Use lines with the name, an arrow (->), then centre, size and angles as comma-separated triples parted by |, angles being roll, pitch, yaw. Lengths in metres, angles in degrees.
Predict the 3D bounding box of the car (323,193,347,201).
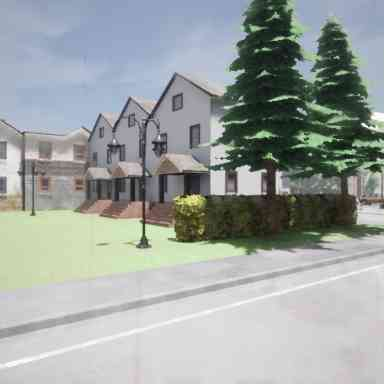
car -> 32.093, 1.097, 74.708 | 1.932, 1.855, 4.605 | 0, 0, -36

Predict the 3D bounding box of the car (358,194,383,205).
car -> 27.228, 1.097, 49.253 | 1.932, 1.855, 4.605 | 0, 0, -36
